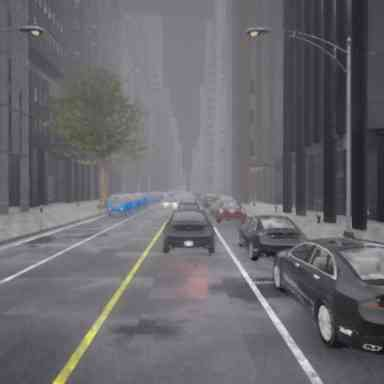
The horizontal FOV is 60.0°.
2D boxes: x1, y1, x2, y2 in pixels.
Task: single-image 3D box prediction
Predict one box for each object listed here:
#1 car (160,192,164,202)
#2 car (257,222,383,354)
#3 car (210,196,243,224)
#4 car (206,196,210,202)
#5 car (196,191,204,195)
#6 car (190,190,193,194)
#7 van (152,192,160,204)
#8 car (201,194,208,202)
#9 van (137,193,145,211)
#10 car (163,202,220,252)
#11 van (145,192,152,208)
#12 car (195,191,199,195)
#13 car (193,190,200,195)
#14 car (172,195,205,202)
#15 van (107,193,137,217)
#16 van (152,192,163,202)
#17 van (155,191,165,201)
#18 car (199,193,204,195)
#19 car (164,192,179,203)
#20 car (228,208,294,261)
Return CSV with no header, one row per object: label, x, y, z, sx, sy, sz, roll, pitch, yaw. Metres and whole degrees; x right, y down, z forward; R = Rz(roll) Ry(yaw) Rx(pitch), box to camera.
car,-6.387,1.088,56.483,1.887,1.381,4.507,0,0,-1
car,2.696,1.499,6.021,2.008,1.369,4.403,0,0,-1
car,2.510,1.249,22.875,1.967,1.590,4.097,0,0,-1
car,2.446,1.288,28.663,1.752,1.417,4.829,0,0,-1
car,2.136,1.066,56.755,1.752,1.417,4.829,0,0,-1
car,1.352,0.489,94.303,2.150,2.045,5.566,0,0,-1
van,-6.325,0.928,50.863,1.690,1.788,3.998,0,0,-1
car,2.324,1.240,39.731,1.947,1.339,4.313,0,0,-1
van,-6.139,1.061,34.010,1.690,1.788,3.998,0,0,-1
car,-0.105,1.395,13.256,1.837,1.490,4.892,0,1,0
van,-6.201,1.017,39.628,1.690,1.788,3.998,0,0,-1
car,2.076,1.064,62.203,1.947,1.339,4.313,0,0,-1
car,1.890,0.686,79.057,2.192,1.841,5.009,0,0,-1
car,-0.271,1.258,28.219,2.128,1.511,4.902,0,1,0
van,-6.077,1.106,28.392,1.690,1.788,3.998,0,0,-1
van,-6.449,0.841,62.099,1.690,1.788,3.998,0,0,-1
van,-6.511,0.798,67.717,1.690,1.788,3.998,0,0,-1
car,2.262,1.195,45.348,1.947,1.339,4.313,0,0,-1
car,-3.695,1.136,57.550,1.895,1.301,4.718,0,0,0
car,2.634,1.452,11.639,2.008,1.369,4.403,0,0,-1
